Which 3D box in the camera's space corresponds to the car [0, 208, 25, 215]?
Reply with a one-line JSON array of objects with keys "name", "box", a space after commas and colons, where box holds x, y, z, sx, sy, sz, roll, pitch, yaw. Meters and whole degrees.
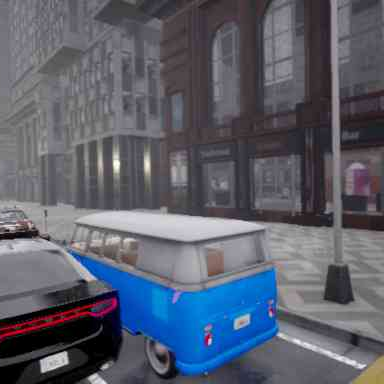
[{"name": "car", "box": [-7.941, 1.381, 13.788, 1.967, 1.590, 4.097, -3, 2, -40]}]

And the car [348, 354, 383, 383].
[{"name": "car", "box": [2.914, 1.417, 1.046, 1.752, 1.417, 4.829, -3, 2, -40]}]

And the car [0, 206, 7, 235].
[{"name": "car", "box": [-11.703, 1.483, 18.210, 1.752, 1.417, 4.829, -3, 2, -40]}]

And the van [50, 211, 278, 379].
[{"name": "van", "box": [-0.635, 1.249, 5.203, 1.690, 1.788, 3.998, -3, 2, -40]}]

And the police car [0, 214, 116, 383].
[{"name": "police car", "box": [-2.972, 1.397, 5.085, 1.930, 1.638, 5.238, -2, 1, -40]}]
